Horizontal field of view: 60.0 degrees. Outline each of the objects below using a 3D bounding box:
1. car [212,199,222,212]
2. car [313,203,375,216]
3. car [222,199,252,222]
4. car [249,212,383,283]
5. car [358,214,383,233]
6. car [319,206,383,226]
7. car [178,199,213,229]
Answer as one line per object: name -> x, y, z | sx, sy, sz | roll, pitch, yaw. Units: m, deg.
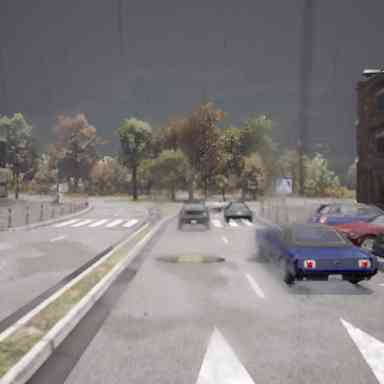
car -> 2.567, 1.381, 35.353 | 1.895, 1.301, 4.718 | 0, 1, 17
car -> 7.607, 1.294, 14.945 | 4.553, 1.767, 2.185 | 0, 0, 0
car -> 3.464, 1.433, 25.230 | 1.994, 1.385, 4.181 | 0, 0, 5
car -> 3.109, 1.532, 9.516 | 1.895, 1.301, 4.718 | 0, 2, -1
car -> 7.636, 1.489, 9.428 | 4.674, 1.452, 2.002 | 0, 0, 0
car -> 7.644, 1.437, 12.183 | 5.008, 1.535, 2.097 | 0, 0, 0
car -> 0.179, 1.403, 20.816 | 1.837, 1.490, 4.892 | 0, 0, 2
